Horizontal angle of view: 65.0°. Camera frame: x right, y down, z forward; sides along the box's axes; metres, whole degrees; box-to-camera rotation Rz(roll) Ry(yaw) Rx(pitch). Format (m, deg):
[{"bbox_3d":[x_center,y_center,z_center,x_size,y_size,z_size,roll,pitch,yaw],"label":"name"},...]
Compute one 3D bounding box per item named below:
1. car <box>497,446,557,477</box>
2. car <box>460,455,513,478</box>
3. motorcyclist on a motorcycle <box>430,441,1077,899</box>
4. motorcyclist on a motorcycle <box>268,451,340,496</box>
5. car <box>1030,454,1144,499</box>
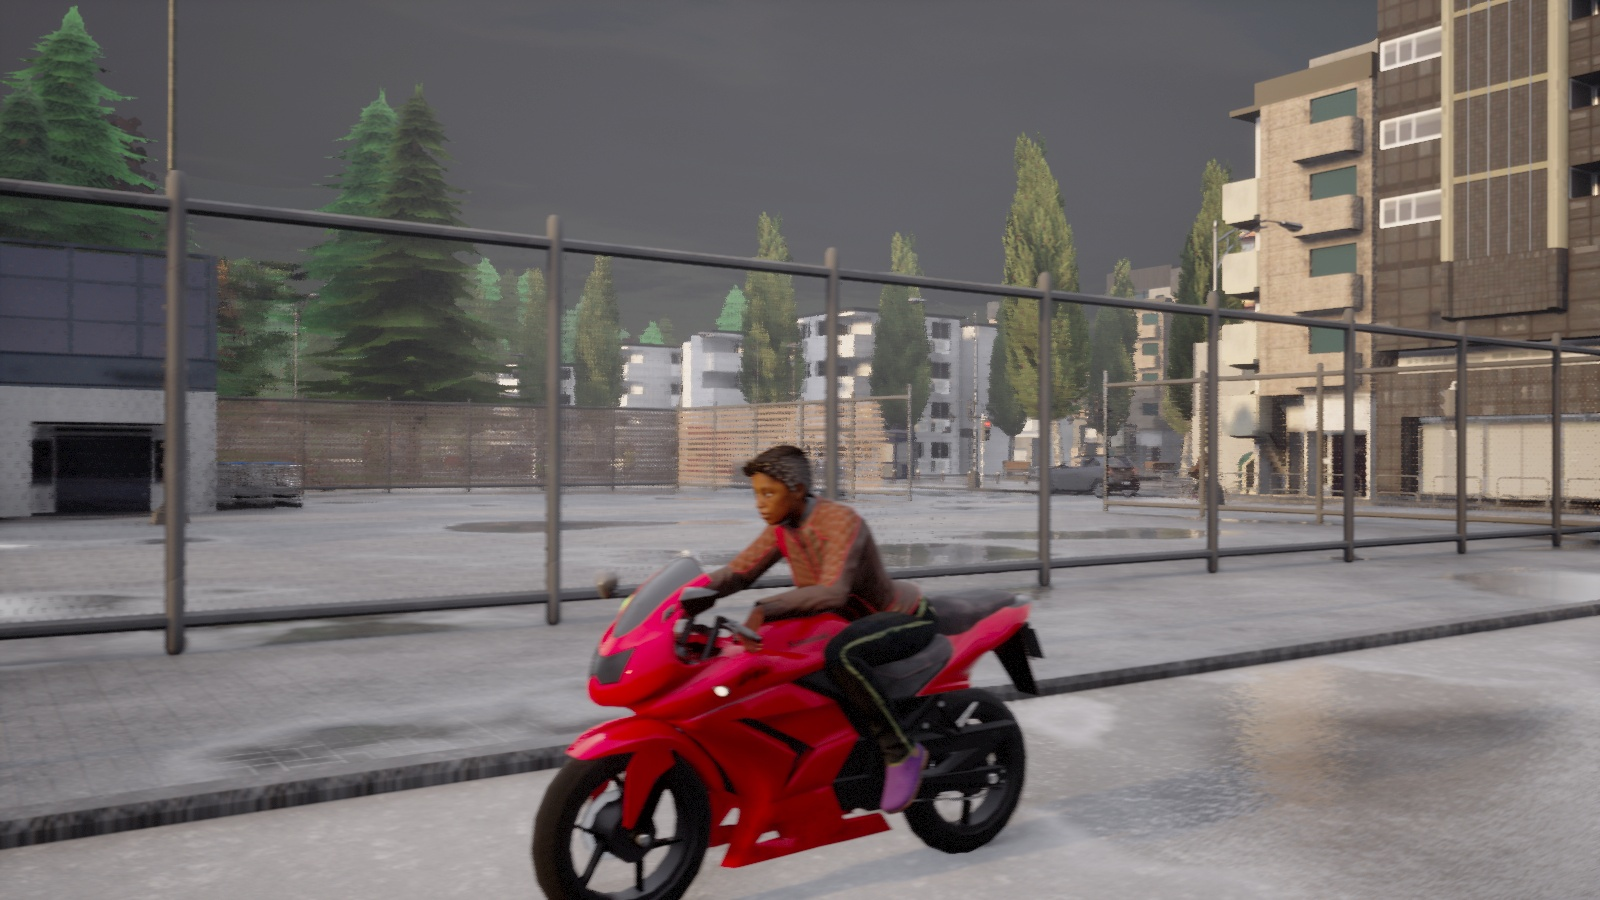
[{"bbox_3d":[-19.058,0.773,87.374,2.150,2.045,5.566,0,0,-34],"label":"car"},{"bbox_3d":[-20.654,1.043,82.599,1.837,1.490,4.892,0,0,-34],"label":"car"},{"bbox_3d":[-0.093,0.741,4.194,2.044,1.523,0.797,0,0,-34],"label":"motorcyclist on a motorcycle"},{"bbox_3d":[-18.368,0.865,46.519,2.350,1.649,0.766,0,0,-35],"label":"motorcyclist on a motorcycle"},{"bbox_3d":[10.119,0.904,44.456,1.845,1.501,3.633,0,0,-34],"label":"car"}]
